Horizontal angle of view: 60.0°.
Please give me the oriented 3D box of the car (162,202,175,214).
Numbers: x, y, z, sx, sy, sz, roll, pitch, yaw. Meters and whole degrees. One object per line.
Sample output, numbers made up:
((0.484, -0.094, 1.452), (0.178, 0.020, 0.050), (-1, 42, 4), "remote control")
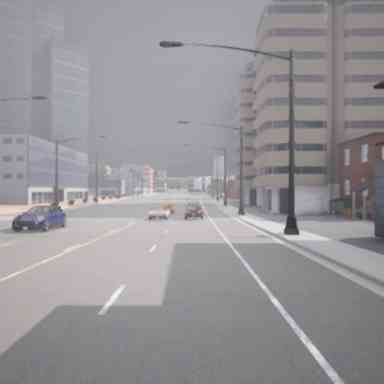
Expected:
((-3.297, 2.020, 44.384), (1.882, 1.535, 5.008), (0, 0, 1), "car")

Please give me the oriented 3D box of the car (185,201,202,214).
((0.209, 2.034, 44.865), (2.128, 1.511, 4.902), (0, 0, 1), "car")

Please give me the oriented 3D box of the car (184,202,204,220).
((0.202, 2.063, 34.481), (1.812, 1.442, 4.674), (0, 0, 1), "car")

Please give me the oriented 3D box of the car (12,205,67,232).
((-10.422, 1.730, 23.066), (2.097, 1.767, 4.553), (0, -1, 0), "car")

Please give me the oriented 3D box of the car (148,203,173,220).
((-3.307, 2.135, 34.113), (1.895, 1.301, 4.718), (0, 0, 1), "car")
